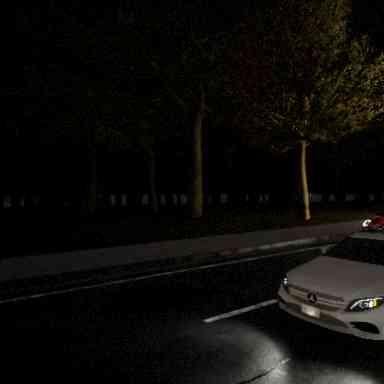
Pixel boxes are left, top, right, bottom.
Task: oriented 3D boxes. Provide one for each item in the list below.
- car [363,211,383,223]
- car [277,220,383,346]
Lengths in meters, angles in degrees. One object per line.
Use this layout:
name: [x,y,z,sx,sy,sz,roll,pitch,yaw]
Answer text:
car: [9.258,1.267,14.280,4.553,1.767,2.097,0,0,-35]
car: [3.657,1.488,6.292,4.674,1.442,1.812,0,0,-35]
